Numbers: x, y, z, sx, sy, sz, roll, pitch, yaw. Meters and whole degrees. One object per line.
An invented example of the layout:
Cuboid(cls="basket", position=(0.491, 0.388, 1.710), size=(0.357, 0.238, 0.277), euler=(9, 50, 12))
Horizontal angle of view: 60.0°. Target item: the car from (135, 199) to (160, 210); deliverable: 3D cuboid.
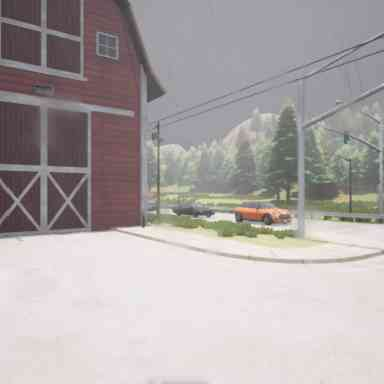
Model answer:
Cuboid(cls="car", position=(-6.640, 1.841, 49.556), size=(1.812, 1.442, 4.674), euler=(0, 0, -34))

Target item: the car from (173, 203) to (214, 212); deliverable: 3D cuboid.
Cuboid(cls="car", position=(0.027, 1.765, 33.435), size=(2.033, 1.411, 5.357), euler=(0, 0, -34))

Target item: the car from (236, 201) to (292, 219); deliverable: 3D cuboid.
Cuboid(cls="car", position=(5.405, 1.520, 25.577), size=(2.097, 1.767, 4.553), euler=(0, 0, -34))

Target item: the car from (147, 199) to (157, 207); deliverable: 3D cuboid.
Cuboid(cls="car", position=(-5.594, 1.834, 41.650), size=(1.994, 1.385, 4.181), euler=(0, 0, -35))
